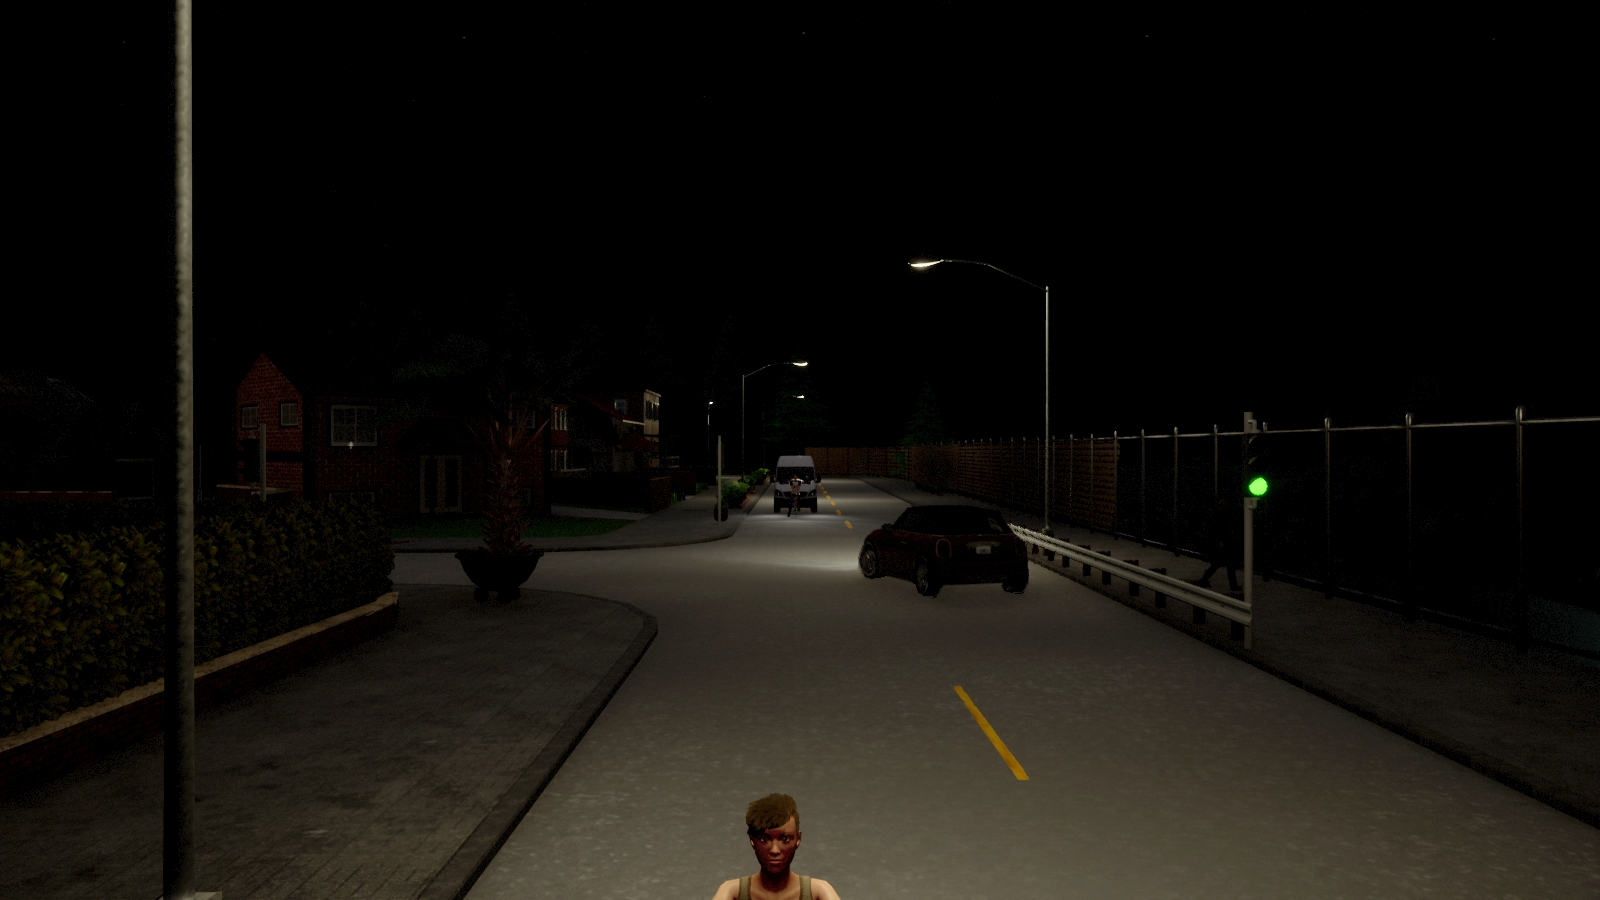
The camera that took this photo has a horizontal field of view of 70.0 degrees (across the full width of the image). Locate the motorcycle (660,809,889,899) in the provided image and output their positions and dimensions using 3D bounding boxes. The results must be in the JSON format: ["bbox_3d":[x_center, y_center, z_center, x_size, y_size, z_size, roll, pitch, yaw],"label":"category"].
[{"bbox_3d":[-0.084,2.157,3.590,0.764,1.307,2.356,0,0,-1],"label":"motorcycle"}]

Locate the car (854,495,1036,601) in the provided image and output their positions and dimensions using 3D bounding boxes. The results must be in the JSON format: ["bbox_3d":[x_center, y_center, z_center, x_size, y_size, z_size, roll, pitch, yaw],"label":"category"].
[{"bbox_3d":[2.866,1.914,23.729,2.097,1.767,4.553,0,0,-16],"label":"car"}]

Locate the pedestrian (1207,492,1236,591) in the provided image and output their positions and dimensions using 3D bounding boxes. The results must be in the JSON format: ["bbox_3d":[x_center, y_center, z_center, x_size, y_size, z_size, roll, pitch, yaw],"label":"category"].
[{"bbox_3d":[8.125,1.753,22.001,0.375,1.860,0.375,0,0,-35],"label":"pedestrian"}]
